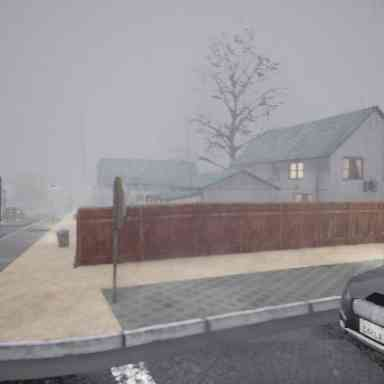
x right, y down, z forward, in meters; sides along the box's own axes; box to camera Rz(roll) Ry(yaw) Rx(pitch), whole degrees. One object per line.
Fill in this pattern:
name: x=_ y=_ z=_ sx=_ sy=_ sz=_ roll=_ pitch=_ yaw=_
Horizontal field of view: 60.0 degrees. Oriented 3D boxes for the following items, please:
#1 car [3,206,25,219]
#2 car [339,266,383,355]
car: x=-24.364 y=2.789 z=45.575 sx=2.097 sy=1.767 sz=4.553 roll=0 pitch=-2 yaw=-18
car: x=4.471 y=1.433 z=4.922 sx=4.902 sy=1.511 sz=2.128 roll=0 pitch=1 yaw=-21
